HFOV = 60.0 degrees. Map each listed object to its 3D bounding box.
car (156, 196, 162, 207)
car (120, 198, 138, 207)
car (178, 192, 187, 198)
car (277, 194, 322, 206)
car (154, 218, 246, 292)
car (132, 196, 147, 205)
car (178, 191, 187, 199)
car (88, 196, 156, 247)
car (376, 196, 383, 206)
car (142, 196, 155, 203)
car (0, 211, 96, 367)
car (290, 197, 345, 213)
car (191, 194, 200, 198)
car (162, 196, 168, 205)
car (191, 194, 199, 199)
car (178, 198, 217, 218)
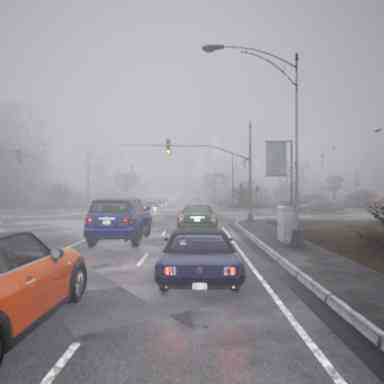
[{"bbox_3d":[-6.447,1.617,53.796,1.812,1.442,4.674,0,0,1],"label":"car"},{"bbox_3d":[-9.962,1.691,52.613,1.895,1.301,4.718,0,0,1],"label":"car"},{"bbox_3d":[-2.482,1.440,83.938,2.128,1.511,4.902,0,1,0],"label":"car"},{"bbox_3d":[13.396,1.299,40.873,5.566,2.045,2.150,0,0,-2],"label":"car"},{"bbox_3d":[0.180,1.634,8.976,1.895,1.301,4.718,0,0,0],"label":"car"},{"bbox_3d":[-9.808,1.575,61.973,1.882,1.535,5.008,0,0,1],"label":"car"},{"bbox_3d":[-2.735,0.870,94.079,2.150,2.045,5.566,0,1,-7],"label":"car"},{"bbox_3d":[-3.251,1.268,15.495,2.150,2.045,5.566,0,0,1],"label":"car"},{"bbox_3d":[24.100,1.551,37.835,5.008,1.535,1.882,0,0,-2],"label":"car"},{"bbox_3d":[-9.599,1.587,73.732,2.033,1.411,5.357,0,1,1],"label":"car"},{"bbox_3d":[-3.343,1.374,5.412,2.097,1.767,4.553,0,0,0],"label":"car"},{"bbox_3d":[14.298,1.620,37.410,5.357,1.411,2.033,0,0,-3],"label":"car"},{"bbox_3d":[1.020,1.448,83.828,2.128,1.511,4.902,0,1,0],"label":"car"},{"bbox_3d":[-6.288,1.575,63.007,1.882,1.535,5.008,0,0,1],"label":"car"},{"bbox_3d":[0.763,1.287,94.253,1.994,1.385,4.181,0,1,-4],"label":"car"},{"bbox_3d":[0.291,1.400,18.599,2.097,1.767,4.553,0,0,1],"label":"car"}]
